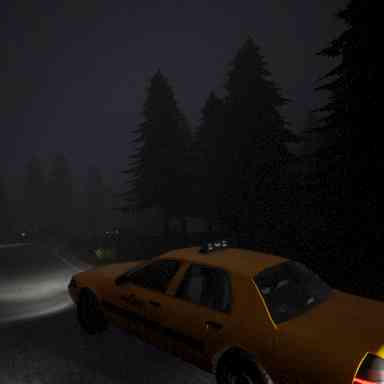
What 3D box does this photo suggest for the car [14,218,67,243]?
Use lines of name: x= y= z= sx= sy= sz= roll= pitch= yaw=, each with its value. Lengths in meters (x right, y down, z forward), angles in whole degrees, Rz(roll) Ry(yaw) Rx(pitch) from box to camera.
car: x=-12.710 y=3.269 z=28.521 sx=2.150 sy=2.045 sz=5.566 roll=-4 pitch=-7 yaw=7

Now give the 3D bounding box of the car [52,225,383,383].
car: x=0.111 y=1.441 z=4.761 sx=5.366 sy=1.575 sz=1.801 roll=0 pitch=1 yaw=43

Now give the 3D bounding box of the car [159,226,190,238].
car: x=-2.328 y=5.544 z=46.289 sx=1.882 sy=1.535 sz=5.008 roll=-5 pitch=-8 yaw=30

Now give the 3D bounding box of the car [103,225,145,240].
car: x=-7.452 y=4.511 z=36.983 sx=2.033 sy=1.411 sz=5.357 roll=-4 pitch=-8 yaw=20
